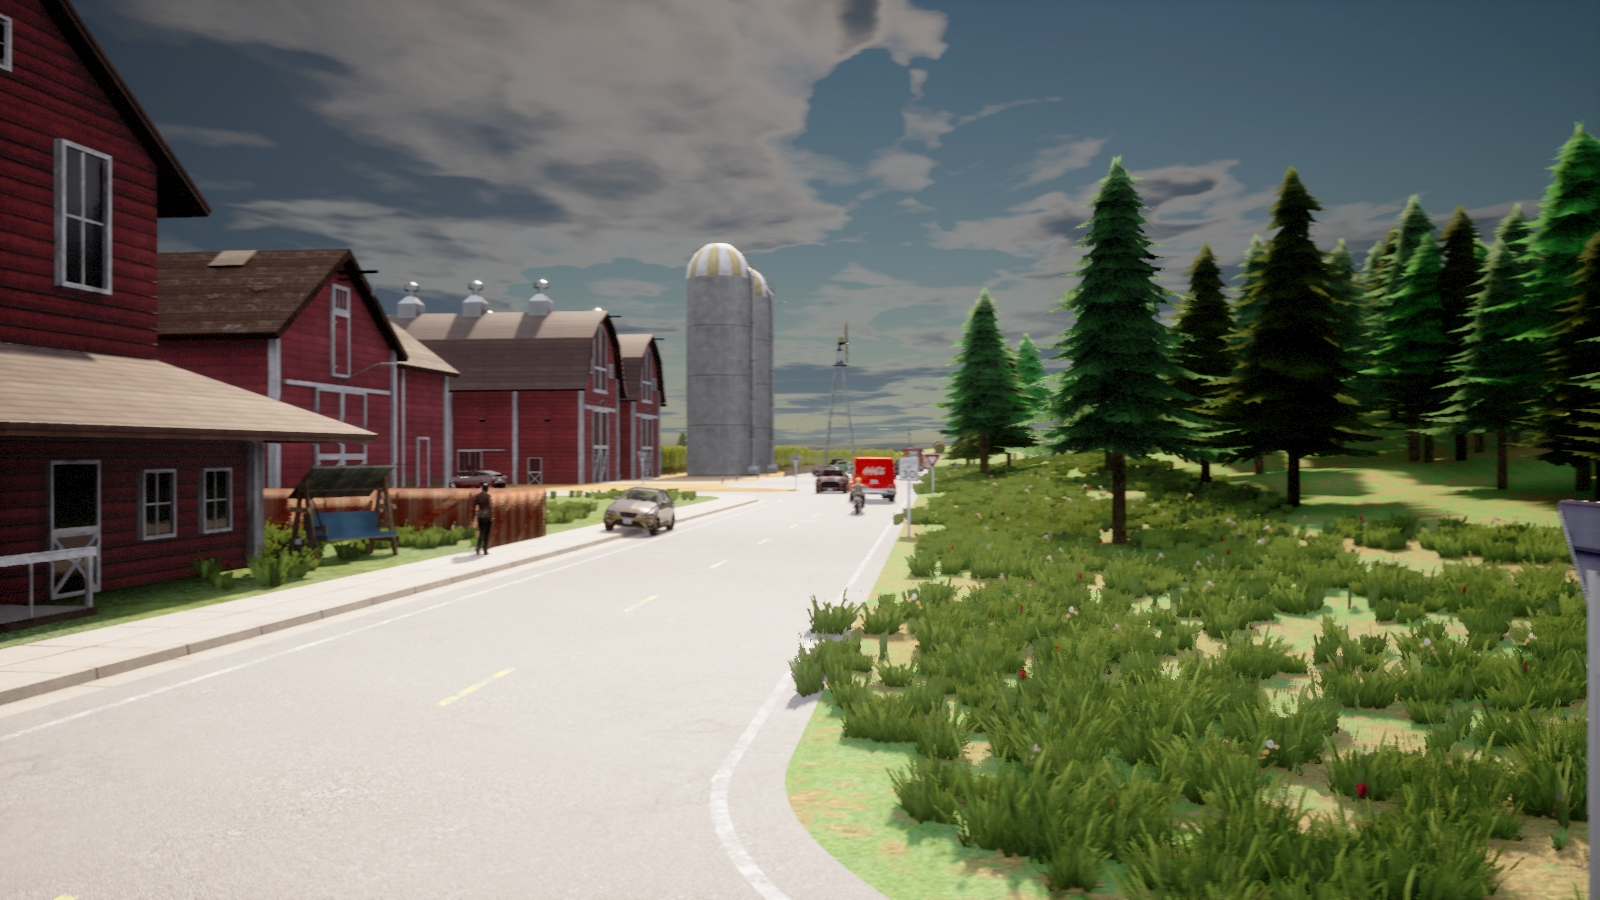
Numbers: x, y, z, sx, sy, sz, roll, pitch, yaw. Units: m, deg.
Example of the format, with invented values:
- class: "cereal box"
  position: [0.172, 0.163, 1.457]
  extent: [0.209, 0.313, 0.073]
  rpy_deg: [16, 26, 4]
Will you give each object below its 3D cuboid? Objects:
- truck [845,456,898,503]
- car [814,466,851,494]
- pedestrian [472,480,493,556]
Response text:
- class: "truck"
  position: [4.039, 1.616, 65.205]
  extent: [2.627, 2.467, 5.204]
  rpy_deg: [1, 0, 0]
- class: "car"
  position: [2.235, 2.006, 76.985]
  extent: [2.097, 1.767, 4.553]
  rpy_deg: [0, 0, 7]
- class: "pedestrian"
  position: [-7.845, 1.673, 28.207]
  extent: [0.375, 1.860, 0.375]
  rpy_deg: [0, 0, 10]
